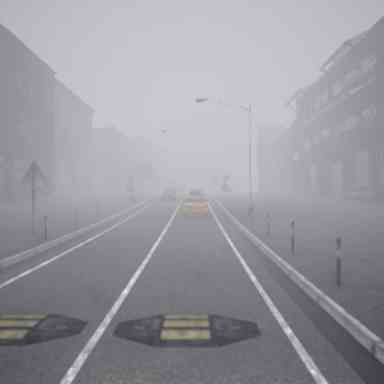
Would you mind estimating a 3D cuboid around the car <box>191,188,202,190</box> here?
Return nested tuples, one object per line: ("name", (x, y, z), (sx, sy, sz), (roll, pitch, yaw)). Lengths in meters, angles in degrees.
("car", (0.554, 0.283, 42.782), (1.837, 1.490, 4.892), (0, 2, 2))

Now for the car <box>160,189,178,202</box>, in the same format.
("car", (-2.731, 0.392, 40.662), (2.033, 1.411, 5.357), (0, 2, 2))

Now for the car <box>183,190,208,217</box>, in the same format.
("car", (0.255, 0.918, 25.065), (1.801, 1.575, 5.366), (0, 2, 0))
